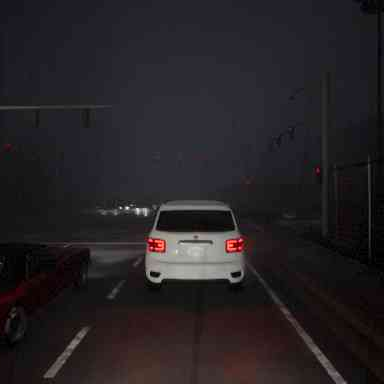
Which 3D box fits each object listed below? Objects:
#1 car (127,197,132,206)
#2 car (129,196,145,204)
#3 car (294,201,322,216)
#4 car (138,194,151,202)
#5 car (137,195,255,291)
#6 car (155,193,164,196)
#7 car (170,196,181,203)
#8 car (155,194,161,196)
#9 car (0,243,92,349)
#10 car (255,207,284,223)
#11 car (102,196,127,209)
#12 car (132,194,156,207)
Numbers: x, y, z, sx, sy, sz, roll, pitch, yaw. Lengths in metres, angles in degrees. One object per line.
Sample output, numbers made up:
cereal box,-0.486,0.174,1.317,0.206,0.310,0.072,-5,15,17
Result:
car,-10.504,1.490,53.780,2.128,1.511,4.902,0,0,0
car,-10.449,1.489,63.171,2.128,1.511,4.902,0,0,1
car,12.419,1.580,32.694,4.674,1.442,1.812,0,0,-2
car,-10.382,1.352,73.220,2.097,1.767,4.553,0,0,0
car,0.087,1.221,9.132,2.150,2.045,5.566,0,0,0
car,-6.889,1.219,68.988,2.150,2.045,5.566,0,0,0
car,-3.288,1.545,69.093,2.033,1.411,5.357,0,0,0
car,-6.981,1.524,58.275,1.812,1.442,4.674,0,0,0
car,-3.433,1.601,6.207,1.895,1.301,4.718,0,0,1
car,4.513,1.631,25.516,4.718,1.301,1.895,0,0,0
car,-10.522,1.350,44.627,2.097,1.767,4.553,0,0,0
car,-7.008,1.490,49.016,2.128,1.511,4.902,0,0,0
